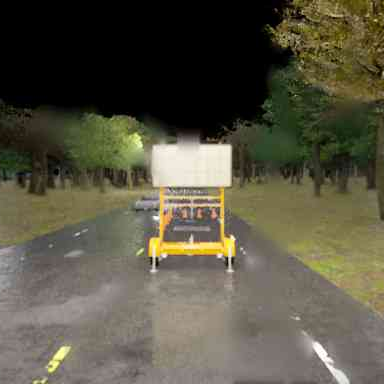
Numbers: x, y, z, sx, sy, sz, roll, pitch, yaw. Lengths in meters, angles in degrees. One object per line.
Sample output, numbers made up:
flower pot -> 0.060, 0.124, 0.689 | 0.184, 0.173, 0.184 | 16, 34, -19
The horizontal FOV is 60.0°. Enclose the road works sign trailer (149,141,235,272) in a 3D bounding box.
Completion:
road works sign trailer -> 0.000, 0.275, 10.064 | 2.380, 3.560, 2.880 | 0, 1, 0

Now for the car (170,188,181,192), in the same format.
car -> -3.497, -1.009, 69.266 | 2.097, 1.767, 4.553 | 0, 3, 0

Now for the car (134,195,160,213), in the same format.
car -> -3.598, 0.961, 28.033 | 1.895, 1.301, 4.718 | 0, 2, 0
